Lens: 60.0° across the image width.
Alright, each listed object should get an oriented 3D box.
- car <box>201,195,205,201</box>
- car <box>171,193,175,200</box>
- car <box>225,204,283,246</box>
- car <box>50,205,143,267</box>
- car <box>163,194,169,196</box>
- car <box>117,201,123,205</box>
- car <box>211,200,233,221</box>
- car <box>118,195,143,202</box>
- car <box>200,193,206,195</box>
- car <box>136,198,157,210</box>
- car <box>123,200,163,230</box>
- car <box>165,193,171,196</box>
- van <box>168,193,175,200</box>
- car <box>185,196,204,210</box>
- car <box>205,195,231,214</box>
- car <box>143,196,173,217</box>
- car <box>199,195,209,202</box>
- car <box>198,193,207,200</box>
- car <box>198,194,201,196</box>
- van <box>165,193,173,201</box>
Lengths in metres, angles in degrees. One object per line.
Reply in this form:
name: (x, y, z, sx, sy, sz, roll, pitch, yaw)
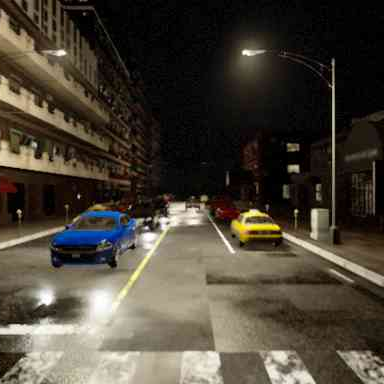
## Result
car: (2.697, 1.462, 47.794, 2.008, 1.369, 4.403, 0, 0, 0)
car: (-5.680, 1.221, 75.491, 2.192, 1.841, 5.009, 0, 0, 0)
car: (2.693, 1.477, 14.729, 1.752, 1.417, 4.829, 0, 0, 0)
car: (-3.100, 1.440, 11.425, 1.882, 1.535, 5.008, 0, 0, 0)
car: (-5.683, 1.456, 58.874, 1.887, 1.381, 4.507, 0, 0, 0)
car: (-5.687, 1.476, 19.928, 1.752, 1.417, 4.829, 0, 0, 0)
car: (2.694, 1.517, 25.637, 1.802, 1.307, 4.206, 0, 0, 0)
car: (-5.685, 1.250, 31.176, 2.192, 1.841, 5.009, 0, 0, 0)
car: (2.699, 1.424, 70.121, 1.752, 1.417, 4.829, 0, 0, 0)
car: (-5.685, 1.474, 42.255, 2.008, 1.369, 4.403, 0, 0, 0)
car: (-3.081, 1.473, 20.704, 1.812, 1.442, 4.674, 0, 0, 0)
car: (-5.682, 1.349, 64.412, 1.967, 1.590, 4.097, 0, 0, 0)
van: (-5.679, 1.250, 92.109, 1.690, 1.788, 3.998, 0, 0, 0)
car: (0.102, 1.520, 41.169, 1.895, 1.301, 4.718, 0, 0, 0)
car: (2.696, 1.243, 31.176, 2.192, 1.841, 5.009, 0, 0, 0)
car: (-3.073, 1.438, 30.772, 1.837, 1.490, 4.892, 0, 0, 0)
car: (2.700, 1.449, 75.490, 2.008, 1.369, 4.403, 0, 0, 0)
car: (2.702, 1.214, 86.568, 2.192, 1.841, 5.009, 0, 0, 0)
car: (0.052, 1.458, 51.377, 2.033, 1.411, 5.357, 0, 0, 0)
van: (-5.680, 1.247, 81.031, 1.690, 1.788, 3.998, 0, 0, 0)
